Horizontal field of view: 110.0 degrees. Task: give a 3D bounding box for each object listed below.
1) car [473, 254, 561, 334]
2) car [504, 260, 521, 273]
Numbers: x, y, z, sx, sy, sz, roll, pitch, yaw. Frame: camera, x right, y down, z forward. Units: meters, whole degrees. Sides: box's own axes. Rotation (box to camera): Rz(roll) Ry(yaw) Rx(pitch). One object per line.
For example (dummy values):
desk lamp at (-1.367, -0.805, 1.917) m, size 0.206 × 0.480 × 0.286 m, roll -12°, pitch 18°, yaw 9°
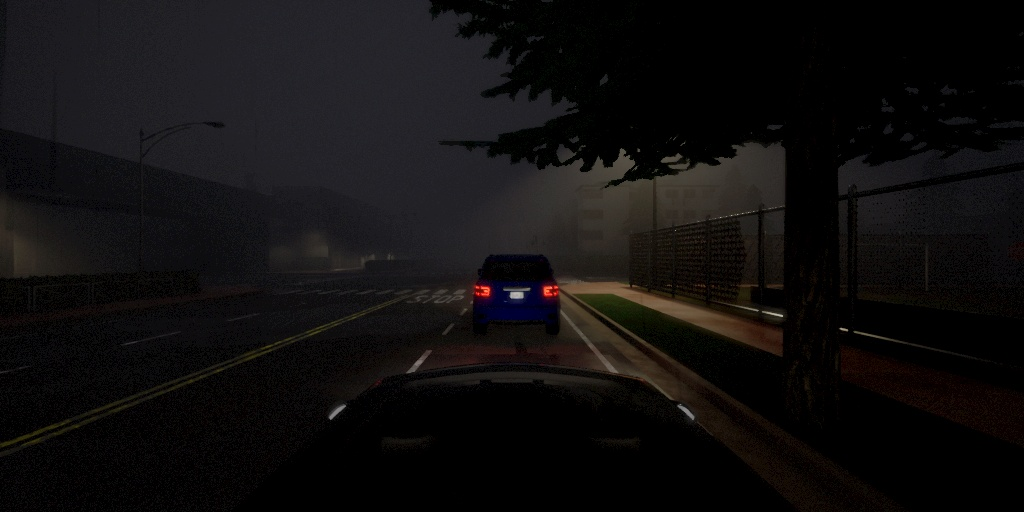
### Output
car at (0.117, 0.972, 10.707) m, size 2.150 × 2.045 × 5.566 m, roll 0°, pitch 0°, yaw 0°
car at (0.032, 1.241, 45.583) m, size 2.128 × 1.511 × 4.902 m, roll 0°, pitch 0°, yaw 0°
